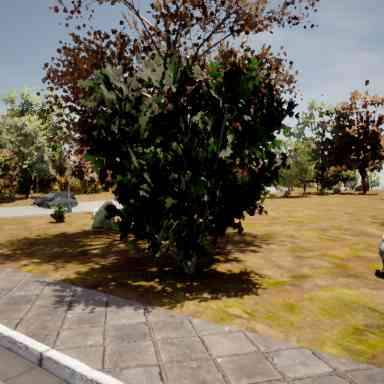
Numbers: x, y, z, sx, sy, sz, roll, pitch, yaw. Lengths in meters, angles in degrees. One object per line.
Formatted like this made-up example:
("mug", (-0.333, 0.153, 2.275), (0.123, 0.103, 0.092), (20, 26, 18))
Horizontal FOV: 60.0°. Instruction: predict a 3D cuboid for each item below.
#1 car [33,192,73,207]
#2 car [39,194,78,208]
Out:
("car", (-19.099, 1.034, 46.406), (2.150, 2.045, 5.566), (0, 2, 39))
("car", (-17.066, 1.400, 43.348), (1.994, 1.385, 4.181), (0, 2, 39))
